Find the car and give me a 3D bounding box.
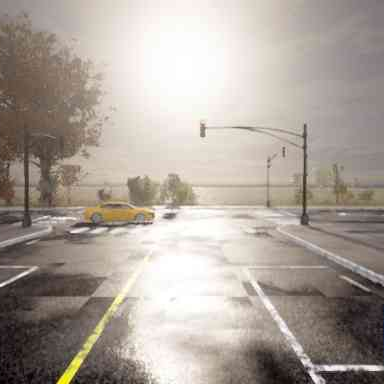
[{"bbox_3d":[-5.219,1.457,24.137,5.008,1.535,1.882,0,1,-1],"label":"car"}]
